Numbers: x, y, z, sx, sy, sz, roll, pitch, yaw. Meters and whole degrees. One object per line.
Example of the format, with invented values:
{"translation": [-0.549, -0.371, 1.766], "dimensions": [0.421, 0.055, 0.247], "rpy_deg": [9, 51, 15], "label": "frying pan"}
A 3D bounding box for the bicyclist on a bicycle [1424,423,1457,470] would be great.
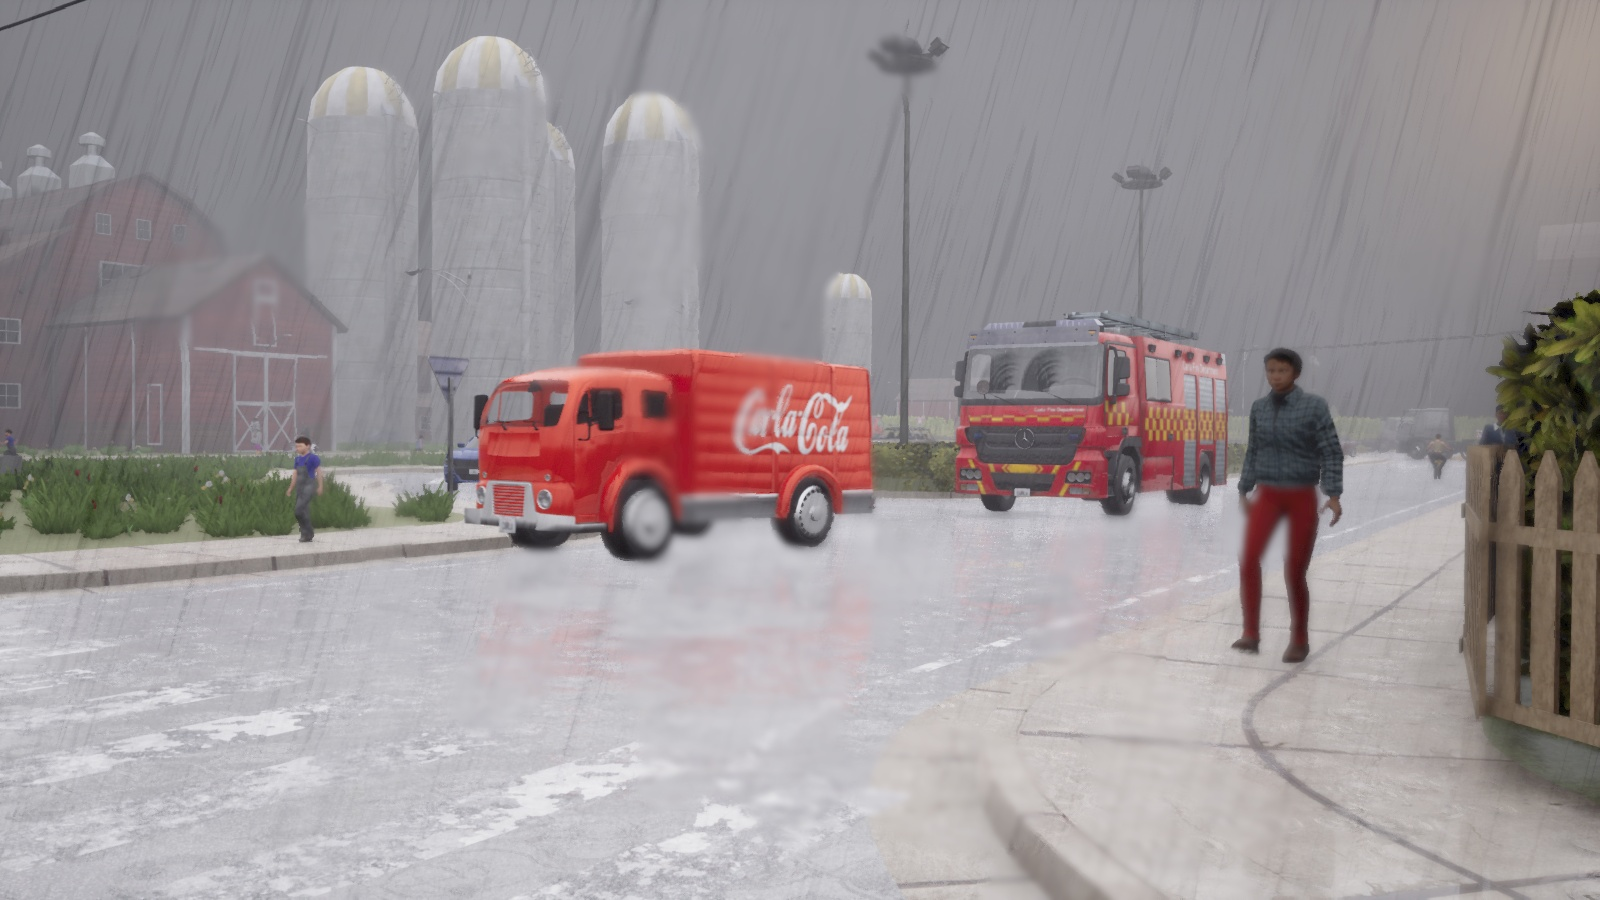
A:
{"translation": [22.541, -0.140, 44.205], "dimensions": [0.866, 1.612, 1.509], "rpy_deg": [0, 1, 34], "label": "bicyclist on a bicycle"}

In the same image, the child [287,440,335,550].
{"translation": [-5.713, 0.518, 14.682], "dimensions": [0.270, 1.263, 0.437], "rpy_deg": [0, 1, 26], "label": "child"}

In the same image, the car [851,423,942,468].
{"translation": [4.229, -0.232, 54.301], "dimensions": [1.932, 1.855, 4.605], "rpy_deg": [0, 1, 33], "label": "car"}

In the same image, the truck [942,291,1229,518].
{"translation": [6.124, -0.838, 25.570], "dimensions": [2.891, 3.827, 8.468], "rpy_deg": [0, 1, 33], "label": "truck"}

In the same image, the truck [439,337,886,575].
{"translation": [-1.542, 0.053, 15.853], "dimensions": [2.627, 2.467, 5.204], "rpy_deg": [0, 0, 41], "label": "truck"}

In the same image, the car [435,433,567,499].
{"translation": [-7.461, 0.342, 31.864], "dimensions": [1.882, 1.535, 5.008], "rpy_deg": [-1, 1, 3], "label": "car"}

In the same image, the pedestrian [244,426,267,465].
{"translation": [-27.221, -0.226, 62.802], "dimensions": [0.873, 1.952, 0.659], "rpy_deg": [-1, 1, -40], "label": "pedestrian"}

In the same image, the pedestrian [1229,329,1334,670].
{"translation": [2.748, 0.264, 7.150], "dimensions": [0.353, 1.847, 0.614], "rpy_deg": [0, 1, 42], "label": "pedestrian"}

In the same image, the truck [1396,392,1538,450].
{"translation": [42.053, -1.773, 79.487], "dimensions": [2.891, 3.462, 7.936], "rpy_deg": [-1, 1, -23], "label": "truck"}

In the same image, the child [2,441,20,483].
{"translation": [-24.239, 0.359, 38.586], "dimensions": [0.437, 1.263, 0.270], "rpy_deg": [-1, 1, -37], "label": "child"}

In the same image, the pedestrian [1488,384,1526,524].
{"translation": [10.120, 0.050, 17.967], "dimensions": [0.423, 1.949, 0.788], "rpy_deg": [0, 1, 33], "label": "pedestrian"}
